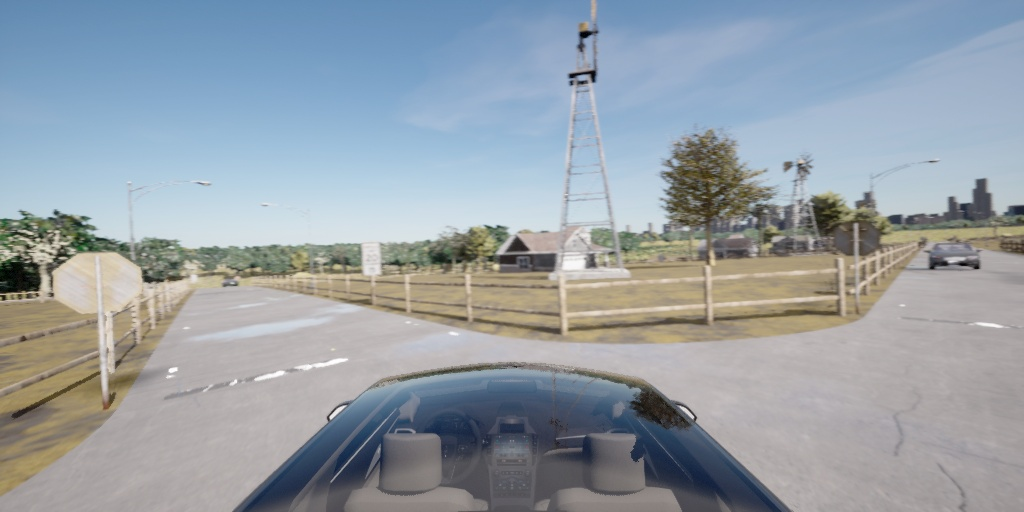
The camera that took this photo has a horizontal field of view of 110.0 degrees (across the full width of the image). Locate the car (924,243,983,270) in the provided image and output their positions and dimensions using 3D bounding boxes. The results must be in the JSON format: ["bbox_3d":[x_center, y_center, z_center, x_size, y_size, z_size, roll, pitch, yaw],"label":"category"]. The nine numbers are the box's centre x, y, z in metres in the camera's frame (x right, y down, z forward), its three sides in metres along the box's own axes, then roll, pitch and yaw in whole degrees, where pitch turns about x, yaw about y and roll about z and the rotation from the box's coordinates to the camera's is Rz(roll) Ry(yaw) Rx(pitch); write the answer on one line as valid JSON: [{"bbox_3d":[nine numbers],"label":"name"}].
[{"bbox_3d":[25.556,-0.010,20.825,4.902,1.511,2.128,-3,1,-41],"label":"car"}]
